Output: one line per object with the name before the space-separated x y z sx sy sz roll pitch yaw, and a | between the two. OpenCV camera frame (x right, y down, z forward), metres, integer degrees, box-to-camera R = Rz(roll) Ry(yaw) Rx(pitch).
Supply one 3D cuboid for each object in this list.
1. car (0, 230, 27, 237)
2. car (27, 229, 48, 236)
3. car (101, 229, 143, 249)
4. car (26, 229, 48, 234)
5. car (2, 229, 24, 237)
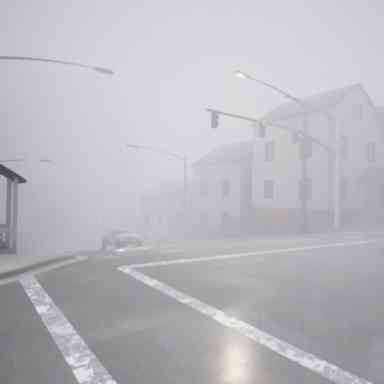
car | -42.266 9.780 78.451 2.038 1.542 4.974 1 -1 19
car | -38.315 9.909 82.166 4.974 1.542 2.038 1 -1 -6
car | -5.361 3.479 24.896 1.812 1.442 4.674 1 -9 -35
car | -38.364 9.750 82.162 4.536 1.218 1.853 1 -1 -6
car | -42.247 9.623 78.502 1.853 1.218 4.536 1 -1 19
